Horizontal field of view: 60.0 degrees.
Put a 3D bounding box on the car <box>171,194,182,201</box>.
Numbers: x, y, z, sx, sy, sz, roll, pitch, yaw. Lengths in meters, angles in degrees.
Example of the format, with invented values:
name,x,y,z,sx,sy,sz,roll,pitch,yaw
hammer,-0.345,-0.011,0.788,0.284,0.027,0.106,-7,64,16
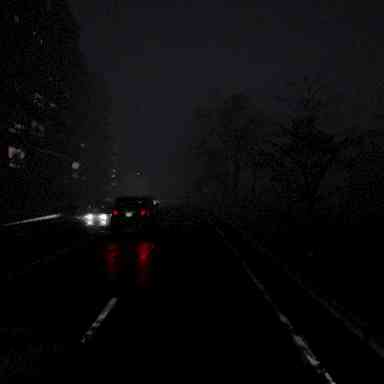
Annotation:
name,x,y,z,sx,sy,sz,roll,pitch,yaw
car,-3.612,1.453,84.625,2.128,1.511,4.902,0,0,-6

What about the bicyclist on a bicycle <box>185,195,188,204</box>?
name,x,y,z,sx,sy,sz,roll,pitch,yaw
bicyclist on a bicycle,-1.155,1.499,66.883,0.582,1.620,1.656,0,0,-5

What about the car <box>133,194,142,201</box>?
name,x,y,z,sx,sy,sz,roll,pitch,yaw
car,-12.867,1.299,78.876,1.882,1.535,5.008,0,0,-6

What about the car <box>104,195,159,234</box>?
name,x,y,z,sx,sy,sz,roll,pitch,yaw
car,-3.192,1.240,19.365,2.150,2.045,5.566,0,0,-1

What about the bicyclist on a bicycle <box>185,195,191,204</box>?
name,x,y,z,sx,sy,sz,roll,pitch,yaw
bicyclist on a bicycle,-0.518,1.413,57.809,0.659,1.776,1.843,0,0,-4

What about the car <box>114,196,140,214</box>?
name,x,y,z,sx,sy,sz,roll,pitch,yaw
car,-6.998,1.386,36.300,2.097,1.767,4.553,0,0,-2

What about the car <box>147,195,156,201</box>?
name,x,y,z,sx,sy,sz,roll,pitch,yaw
car,-9.460,1.420,77.346,1.895,1.301,4.718,0,0,-5

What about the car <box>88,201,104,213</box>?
name,x,y,z,sx,sy,sz,roll,pitch,yaw
car,-10.286,1.637,37.609,1.895,1.301,4.718,0,0,-2
